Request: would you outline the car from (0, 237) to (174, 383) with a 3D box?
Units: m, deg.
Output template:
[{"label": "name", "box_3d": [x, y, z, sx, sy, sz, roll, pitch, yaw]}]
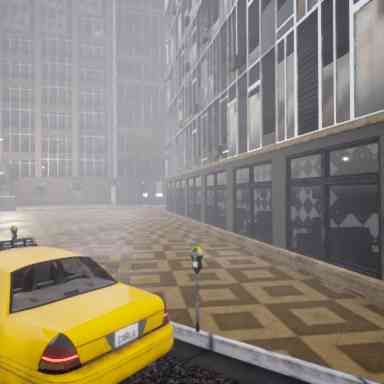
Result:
[{"label": "car", "box_3d": [-2.752, 1.456, 4.955, 5.366, 1.575, 1.801, 0, 0, 36]}]
